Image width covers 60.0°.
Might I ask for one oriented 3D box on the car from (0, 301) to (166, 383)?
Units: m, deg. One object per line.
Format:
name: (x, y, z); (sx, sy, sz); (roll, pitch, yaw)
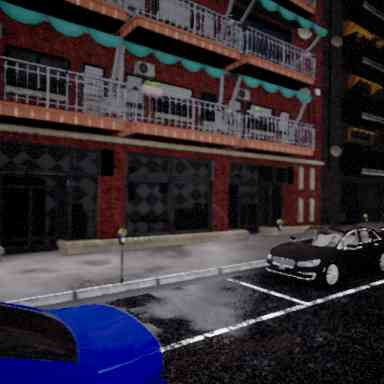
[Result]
car: (-2.481, 1.468, 1.608); (5.008, 1.535, 1.882); (1, 0, -35)

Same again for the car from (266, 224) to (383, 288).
car: (3.978, 1.621, 9.385); (4.403, 1.369, 2.008); (1, 0, -35)
